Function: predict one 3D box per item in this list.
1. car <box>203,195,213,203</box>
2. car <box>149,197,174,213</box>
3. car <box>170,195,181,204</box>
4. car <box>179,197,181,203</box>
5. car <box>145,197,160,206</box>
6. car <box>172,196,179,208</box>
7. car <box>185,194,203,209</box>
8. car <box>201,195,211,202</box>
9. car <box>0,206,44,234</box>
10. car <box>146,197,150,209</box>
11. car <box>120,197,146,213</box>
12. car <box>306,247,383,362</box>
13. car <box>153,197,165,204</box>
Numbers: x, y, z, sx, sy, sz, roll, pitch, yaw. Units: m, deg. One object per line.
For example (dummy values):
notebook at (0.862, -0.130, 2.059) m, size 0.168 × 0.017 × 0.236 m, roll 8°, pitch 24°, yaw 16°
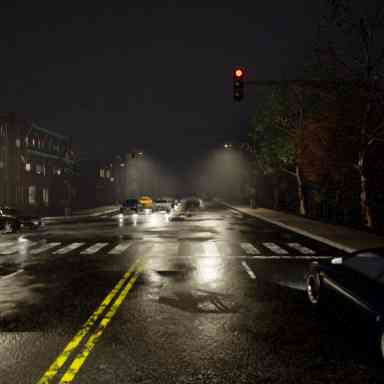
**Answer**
car at (3.329, 1.466, 68.383) m, size 2.128 × 1.511 × 4.902 m, roll 0°, pitch 0°, yaw 0°
car at (-3.352, 1.515, 36.972) m, size 1.812 × 1.442 × 4.674 m, roll 0°, pitch 0°, yaw 0°
car at (-3.304, 1.453, 66.596) m, size 1.882 × 1.535 × 5.008 m, roll 0°, pitch 0°, yaw 0°
car at (-3.339, 1.581, 56.320) m, size 1.895 × 1.301 × 4.718 m, roll 0°, pitch 0°, yaw 0°
car at (-6.595, 1.545, 55.815) m, size 1.994 × 1.385 × 4.181 m, roll 0°, pitch 0°, yaw 0°
car at (-3.354, 1.476, 46.240) m, size 2.128 × 1.511 × 4.902 m, roll 0°, pitch 0°, yaw 0°
car at (0.084, 1.477, 45.592) m, size 2.128 × 1.511 × 4.902 m, roll 0°, pitch 0°, yaw 0°
car at (3.223, 1.509, 78.568) m, size 2.033 × 1.411 × 5.357 m, roll 0°, pitch 0°, yaw 0°
car at (-10.928, 1.578, 19.208) m, size 4.892 × 1.490 × 1.837 m, roll -2°, pitch -1°, yaw 18°
car at (-6.603, 1.463, 45.904) m, size 1.882 × 1.535 × 5.008 m, roll 0°, pitch 0°, yaw 0°
car at (-6.631, 1.515, 36.819) m, size 1.812 × 1.442 × 4.674 m, roll 0°, pitch 0°, yaw 1°
car at (3.336, 1.563, 5.288) m, size 1.994 × 1.385 × 4.181 m, roll 0°, pitch 0°, yaw 1°
car at (-6.557, 1.577, 65.737) m, size 1.895 × 1.301 × 4.718 m, roll 0°, pitch 0°, yaw 0°
